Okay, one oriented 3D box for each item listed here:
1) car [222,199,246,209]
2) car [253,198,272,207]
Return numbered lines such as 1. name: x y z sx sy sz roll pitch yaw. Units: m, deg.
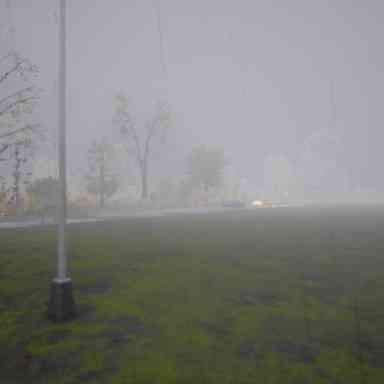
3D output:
1. car: 6.330 1.749 49.716 2.128 1.511 4.902 1 0 36
2. car: 12.363 1.803 58.209 1.882 1.535 5.008 1 0 36
